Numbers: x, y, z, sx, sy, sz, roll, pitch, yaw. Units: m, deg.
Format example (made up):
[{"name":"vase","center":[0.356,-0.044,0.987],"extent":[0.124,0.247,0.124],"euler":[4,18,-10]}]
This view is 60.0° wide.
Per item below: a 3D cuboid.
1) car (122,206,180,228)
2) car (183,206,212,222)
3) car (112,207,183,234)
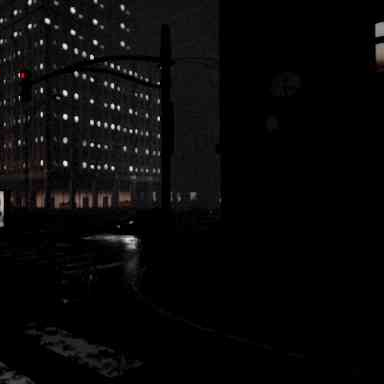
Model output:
[{"name":"car","center":[-3.068,1.850,25.617],"extent":[2.008,1.369,4.403],"euler":[-1,-2,35]},{"name":"car","center":[0.138,1.931,30.171],"extent":[2.008,1.369,4.403],"euler":[-1,-2,35]},{"name":"car","center":[-2.899,1.758,21.119],"extent":[1.812,1.442,4.674],"euler":[0,-1,35]}]
